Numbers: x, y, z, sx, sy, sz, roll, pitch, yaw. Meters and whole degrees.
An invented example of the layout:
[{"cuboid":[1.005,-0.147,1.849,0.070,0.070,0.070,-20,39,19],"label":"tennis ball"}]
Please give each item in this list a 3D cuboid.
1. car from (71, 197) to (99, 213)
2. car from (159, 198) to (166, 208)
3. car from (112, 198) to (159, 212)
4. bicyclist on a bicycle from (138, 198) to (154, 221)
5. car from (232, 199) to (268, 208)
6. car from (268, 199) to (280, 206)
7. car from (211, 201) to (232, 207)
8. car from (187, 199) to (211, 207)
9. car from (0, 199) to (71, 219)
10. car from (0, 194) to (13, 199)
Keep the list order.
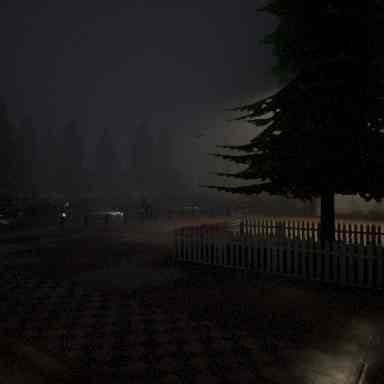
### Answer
[{"cuboid":[-12.570,1.335,36.448,2.097,1.767,4.553,0,0,36],"label":"car"},{"cuboid":[-5.478,1.509,46.370,1.812,1.442,4.674,0,0,36],"label":"car"},{"cuboid":[-6.686,1.532,38.668,2.033,1.411,5.357,0,0,35],"label":"car"},{"cuboid":[-3.385,1.293,24.388,1.656,1.620,0.582,0,0,36],"label":"bicyclist on a bicycle"},{"cuboid":[8.414,1.210,47.442,2.150,2.045,5.566,0,0,36],"label":"car"},{"cuboid":[14.328,1.536,55.741,2.033,1.411,5.357,0,0,36],"label":"car"},{"cuboid":[5.147,1.550,48.961,1.994,1.385,4.181,0,0,35],"label":"car"},{"cuboid":[1.536,1.532,50.111,2.033,1.411,5.357,0,0,36],"label":"car"},{"cuboid":[-13.687,1.532,28.861,2.033,1.411,5.357,0,0,35],"label":"car"},{"cuboid":[-18.174,1.205,28.597,2.150,2.045,5.566,0,0,35],"label":"car"}]
